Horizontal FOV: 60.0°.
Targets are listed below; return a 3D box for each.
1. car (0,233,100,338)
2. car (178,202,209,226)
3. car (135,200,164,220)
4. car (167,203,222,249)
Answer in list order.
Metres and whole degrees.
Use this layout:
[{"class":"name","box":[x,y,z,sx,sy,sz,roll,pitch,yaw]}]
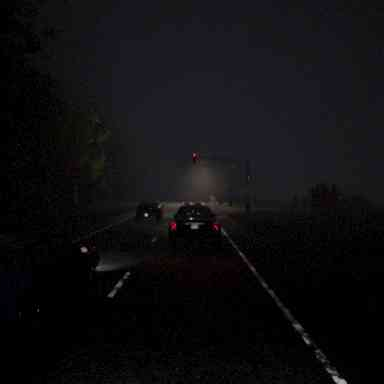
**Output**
[{"class":"car","box":[-3.397,1.531,6.547,2.033,1.411,5.357,0,0,0]},{"class":"car","box":[0.107,1.487,24.197,2.033,1.411,5.357,0,0,0]},{"class":"car","box":[-3.392,1.437,27.024,1.837,1.490,4.892,0,0,0]},{"class":"car","box":[0.101,1.316,14.596,2.097,1.767,4.553,0,0,0]}]
